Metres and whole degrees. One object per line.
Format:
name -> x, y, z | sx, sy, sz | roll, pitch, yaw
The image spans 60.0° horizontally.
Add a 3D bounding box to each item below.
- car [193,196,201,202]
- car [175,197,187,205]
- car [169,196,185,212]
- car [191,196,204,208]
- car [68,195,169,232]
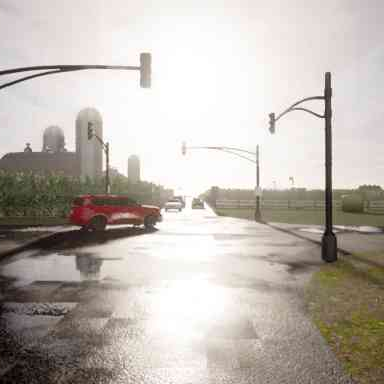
car -> 1.093, 1.723, 80.184 | 1.895, 1.301, 4.718 | 0, 0, 1
car -> -1.951, 1.620, 60.102 | 2.033, 1.411, 5.357 | 0, 0, 1
car -> -2.197, 1.564, 40.094 | 1.812, 1.442, 4.674 | 0, 0, 1
car -> 0.860, 1.653, 49.628 | 1.895, 1.301, 4.718 | 0, 0, 1
car -> -4.493, 1.199, 19.947 | 5.566, 2.045, 2.150 | 0, 1, -37
